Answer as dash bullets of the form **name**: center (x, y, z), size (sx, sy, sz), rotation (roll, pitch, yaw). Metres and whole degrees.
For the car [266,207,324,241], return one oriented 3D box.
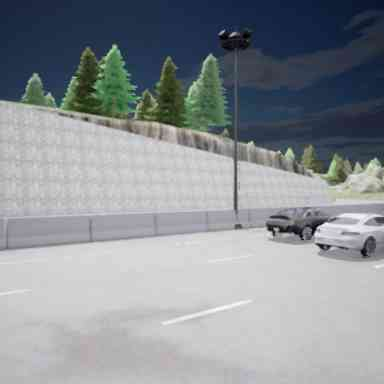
- **car**: center (5.821, 1.488, 16.526), size (4.902, 1.511, 2.128), rotation (0, 0, -35)

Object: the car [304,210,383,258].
- **car**: center (6.624, 1.522, 12.813), size (4.674, 1.442, 1.812), rotation (0, 0, -35)
